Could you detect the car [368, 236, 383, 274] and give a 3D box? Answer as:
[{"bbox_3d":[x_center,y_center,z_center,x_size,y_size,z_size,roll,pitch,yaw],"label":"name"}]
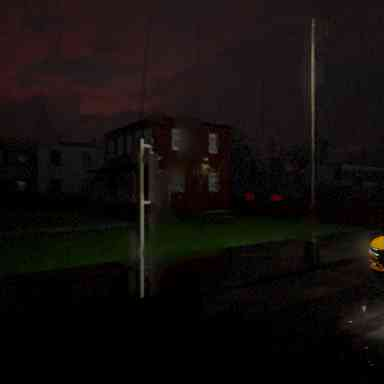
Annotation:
[{"bbox_3d":[6.949,1.478,9.533,5.008,1.535,1.882,0,0,-37],"label":"car"}]
